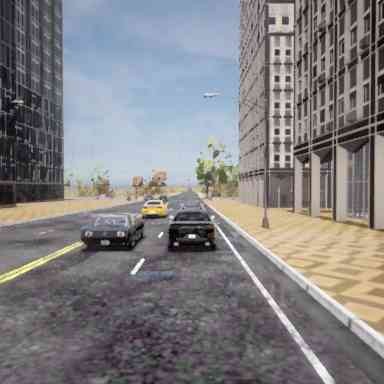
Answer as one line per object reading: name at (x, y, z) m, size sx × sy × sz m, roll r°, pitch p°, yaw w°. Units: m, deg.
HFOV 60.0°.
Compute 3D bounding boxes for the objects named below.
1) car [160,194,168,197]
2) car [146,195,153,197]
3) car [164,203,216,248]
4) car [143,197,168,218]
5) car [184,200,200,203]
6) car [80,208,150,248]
car at (-6.500, 1.351, 75.947) m, size 1.837 × 1.490 × 4.892 m, roll 0°, pitch 0°, yaw 0°
car at (-9.750, 1.375, 75.947) m, size 1.812 × 1.442 × 4.674 m, roll 0°, pitch 0°, yaw 0°
car at (0.000, 1.477, 14.653) m, size 1.882 × 1.535 × 5.008 m, roll 0°, pitch 0°, yaw 0°
car at (-3.250, 1.465, 29.655) m, size 1.882 × 1.535 × 5.008 m, roll 0°, pitch 0°, yaw 0°
car at (0.000, 1.476, 29.654) m, size 2.128 × 1.511 × 4.902 m, roll 0°, pitch 0°, yaw 0°
car at (-3.250, 1.608, 14.683) m, size 1.895 × 1.301 × 4.718 m, roll 0°, pitch 0°, yaw 0°
